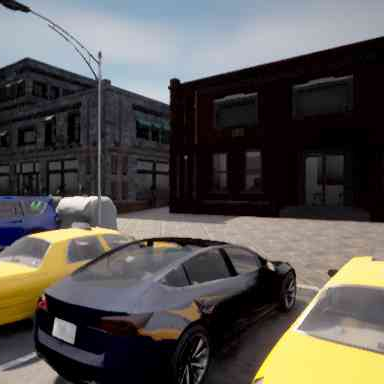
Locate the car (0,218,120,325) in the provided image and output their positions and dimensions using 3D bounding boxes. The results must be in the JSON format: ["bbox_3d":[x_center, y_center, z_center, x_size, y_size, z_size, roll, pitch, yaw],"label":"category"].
[{"bbox_3d":[-2.088,1.424,6.979,1.946,1.575,5.366,0,0,35],"label":"car"}]

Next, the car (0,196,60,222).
[{"bbox_3d":[-6.703,1.185,10.002,2.435,2.045,5.566,0,0,35],"label":"car"}]

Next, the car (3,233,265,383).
[{"bbox_3d":[0.069,1.455,5.253,2.163,1.488,4.792,0,0,35],"label":"car"}]

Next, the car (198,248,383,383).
[{"bbox_3d":[2.405,1.421,3.782,1.946,1.575,5.366,0,0,35],"label":"car"}]
